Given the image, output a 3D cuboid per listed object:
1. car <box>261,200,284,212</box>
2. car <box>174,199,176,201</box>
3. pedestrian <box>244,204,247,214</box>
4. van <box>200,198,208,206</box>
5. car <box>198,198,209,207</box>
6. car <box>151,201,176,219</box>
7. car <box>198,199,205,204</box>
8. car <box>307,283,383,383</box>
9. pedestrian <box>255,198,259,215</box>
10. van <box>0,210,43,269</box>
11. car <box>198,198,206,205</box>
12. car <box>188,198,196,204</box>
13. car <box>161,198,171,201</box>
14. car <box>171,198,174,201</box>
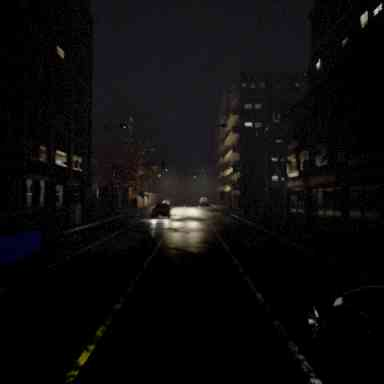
[{"bbox_3d":[13.431,2.190,51.932,5.009,1.841,2.192,1,-2,-1],"label":"car"},{"bbox_3d":[-5.743,2.271,81.133,2.192,1.841,5.009,0,-1,0],"label":"car"},{"bbox_3d":[6.109,1.945,37.922,0.500,1.100,0.500,0,-1,0],"label":"pedestrian"},{"bbox_3d":[2.642,2.225,75.509,1.690,1.788,3.998,0,-1,0],"label":"van"},{"bbox_3d":[2.645,2.357,69.876,1.887,1.381,4.507,0,-1,0],"label":"car"},{"bbox_3d":[-3.037,1.931,34.349,2.033,1.411,5.357,0,-1,0],"label":"car"},{"bbox_3d":[2.628,2.653,92.395,2.008,1.369,4.403,0,-1,0],"label":"car"},{"bbox_3d":[2.692,1.605,3.540,1.947,1.339,4.313,0,-1,0],"label":"car"},{"bbox_3d":[7.110,1.569,36.728,0.375,1.860,0.375,0,-1,0],"label":"pedestrian"},{"bbox_3d":[-5.691,1.442,9.196,1.690,1.788,3.998,0,-1,0],"label":"van"},{"bbox_3d":[2.633,2.468,86.767,1.967,1.590,4.097,0,-1,0],"label":"car"},{"bbox_3d":[-0.060,2.467,88.379,2.033,1.411,5.357,0,-1,0],"label":"car"},{"bbox_3d":[-5.732,2.309,64.240,1.947,1.339,4.313,0,-1,0],"label":"car"},{"bbox_3d":[-5.739,2.407,75.331,1.752,1.417,4.829,0,-1,0],"label":"car"}]
